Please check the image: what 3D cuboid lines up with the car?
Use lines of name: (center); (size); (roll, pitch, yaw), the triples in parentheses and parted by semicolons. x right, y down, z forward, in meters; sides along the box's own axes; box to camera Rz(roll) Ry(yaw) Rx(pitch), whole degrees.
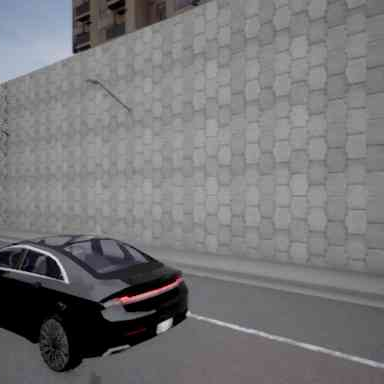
car: (-2.318, 1.491, 5.647); (4.902, 1.511, 2.128); (0, 0, 36)
